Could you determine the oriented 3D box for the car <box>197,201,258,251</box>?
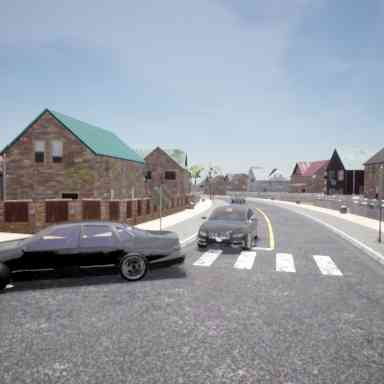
[{"bbox_3d":[1.604,1.335,13.513,1.837,1.490,4.892,1,1,17],"label":"car"}]

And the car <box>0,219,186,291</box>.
[{"bbox_3d":[-2.878,1.433,8.380,5.357,1.411,2.033,-1,1,-14],"label":"car"}]

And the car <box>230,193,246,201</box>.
[{"bbox_3d":[7.196,0.913,52.038,2.097,1.767,4.553,0,0,2],"label":"car"}]
